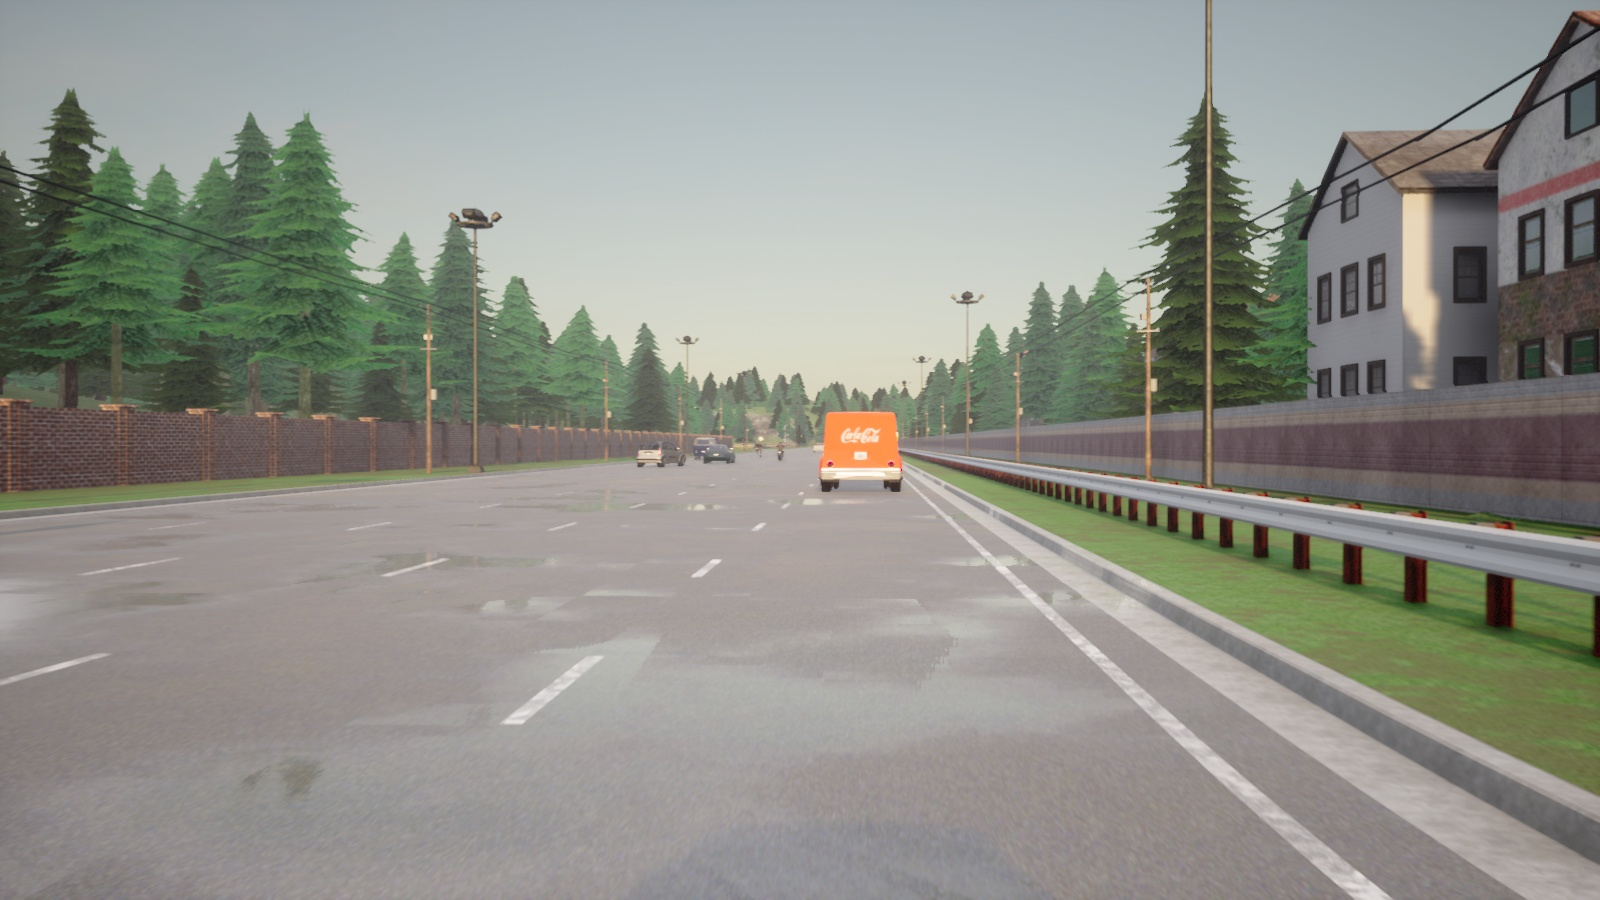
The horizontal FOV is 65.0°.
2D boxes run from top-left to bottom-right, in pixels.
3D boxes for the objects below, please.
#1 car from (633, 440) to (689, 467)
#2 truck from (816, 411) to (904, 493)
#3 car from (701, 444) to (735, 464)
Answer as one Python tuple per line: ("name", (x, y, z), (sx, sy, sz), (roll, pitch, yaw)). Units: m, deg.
("car", (-8.569, 0.197, 77.787), (1.851, 1.617, 3.988), (0, 0, 20))
("truck", (1.938, 0.038, 40.214), (2.627, 2.467, 5.204), (0, 1, 3))
("car", (-5.930, 0.287, 91.646), (1.994, 1.385, 4.181), (0, 0, 3))
